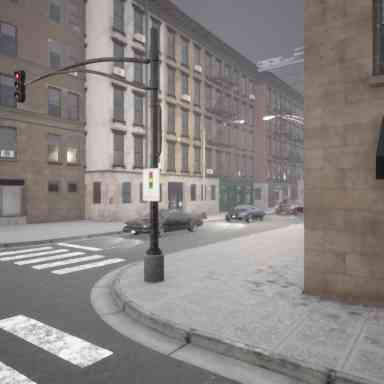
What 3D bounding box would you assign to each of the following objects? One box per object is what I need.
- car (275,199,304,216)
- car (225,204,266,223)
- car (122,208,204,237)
[{"bbox_3d":[10.567,1.543,35.656,2.097,1.767,4.553,0,0,35],"label":"car"},{"bbox_3d":[4.359,1.698,26.968,1.994,1.385,4.181,0,0,36],"label":"car"},{"bbox_3d":[-1.415,1.630,18.891,2.033,1.411,5.357,0,0,35],"label":"car"}]
